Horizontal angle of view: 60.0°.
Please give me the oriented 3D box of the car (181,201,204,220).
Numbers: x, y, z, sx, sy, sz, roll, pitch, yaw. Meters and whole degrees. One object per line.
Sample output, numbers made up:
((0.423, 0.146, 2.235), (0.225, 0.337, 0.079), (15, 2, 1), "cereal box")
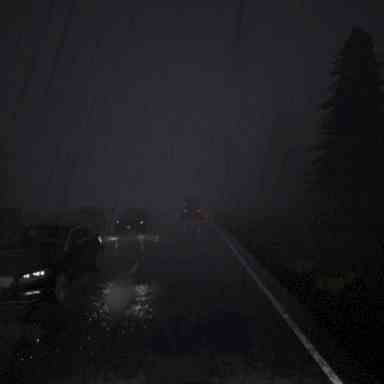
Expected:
((0.008, 1.829, 31.645), (1.812, 1.442, 4.674), (0, -1, 0), "car")

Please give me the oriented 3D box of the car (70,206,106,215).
((-6.514, 1.654, 20.590), (1.816, 1.474, 4.193), (6, -1, -2), "car")

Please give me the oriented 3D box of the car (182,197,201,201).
((-0.056, 1.622, 41.731), (2.150, 2.045, 5.566), (0, 0, 0), "car")

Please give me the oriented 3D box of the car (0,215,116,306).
((-3.616, 1.574, 8.416), (2.128, 1.511, 4.902), (0, -1, 0), "car")

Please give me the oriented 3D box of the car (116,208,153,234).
((-3.547, 1.727, 20.967), (1.812, 1.442, 4.674), (0, -1, 0), "car")
